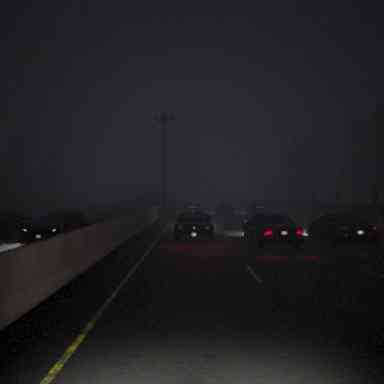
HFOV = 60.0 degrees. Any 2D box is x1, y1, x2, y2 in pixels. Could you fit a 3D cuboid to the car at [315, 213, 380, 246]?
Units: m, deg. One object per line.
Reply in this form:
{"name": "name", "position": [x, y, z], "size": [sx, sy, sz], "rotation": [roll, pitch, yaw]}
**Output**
{"name": "car", "position": [7.098, 1.691, 16.017], "size": [1.994, 1.385, 4.181], "rotation": [0, 0, 0]}

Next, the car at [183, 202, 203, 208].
{"name": "car", "position": [0.096, 1.776, 35.837], "size": [2.128, 1.511, 4.902], "rotation": [0, 0, 0]}

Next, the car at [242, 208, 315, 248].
{"name": "car", "position": [3.598, 1.671, 15.470], "size": [2.033, 1.411, 5.357], "rotation": [0, 0, 0]}

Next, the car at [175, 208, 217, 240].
{"name": "car", "position": [0.098, 1.745, 18.064], "size": [1.895, 1.301, 4.718], "rotation": [0, 0, 0]}

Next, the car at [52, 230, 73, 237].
{"name": "car", "position": [-7.103, 1.692, 18.026], "size": [2.033, 1.411, 5.357], "rotation": [0, 0, 0]}

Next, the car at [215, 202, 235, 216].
{"name": "car", "position": [3.582, 1.819, 36.919], "size": [1.812, 1.442, 4.674], "rotation": [0, 0, 0]}

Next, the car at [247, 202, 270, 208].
{"name": "car", "position": [7.096, 1.776, 35.824], "size": [2.128, 1.511, 4.902], "rotation": [0, 0, 0]}
